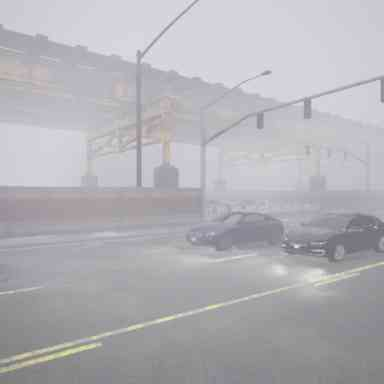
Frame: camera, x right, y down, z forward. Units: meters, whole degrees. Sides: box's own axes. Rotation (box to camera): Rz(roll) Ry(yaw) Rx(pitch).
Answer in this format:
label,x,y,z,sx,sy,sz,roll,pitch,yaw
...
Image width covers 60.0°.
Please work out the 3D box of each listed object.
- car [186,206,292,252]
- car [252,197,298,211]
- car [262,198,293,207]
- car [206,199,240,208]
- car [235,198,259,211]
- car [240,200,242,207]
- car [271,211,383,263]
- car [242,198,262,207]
label,x,y,z,sx,sy,sz,roll,pitch,yaw
car,1.961,1.525,13.989,4.674,1.442,1.812,0,0,-35
car,9.995,1.449,40.152,4.974,1.542,2.038,0,0,-7
car,9.944,1.292,40.145,4.536,1.218,1.853,0,0,-7
car,2.288,1.293,33.715,4.536,1.218,1.853,0,0,8
car,6.100,1.292,36.442,1.853,1.218,4.536,0,0,18
car,2.339,1.450,33.708,4.974,1.542,2.038,0,0,8
car,5.330,1.504,12.094,4.892,1.490,1.837,0,0,-36
car,6.084,1.450,36.393,2.038,1.542,4.974,0,0,18
